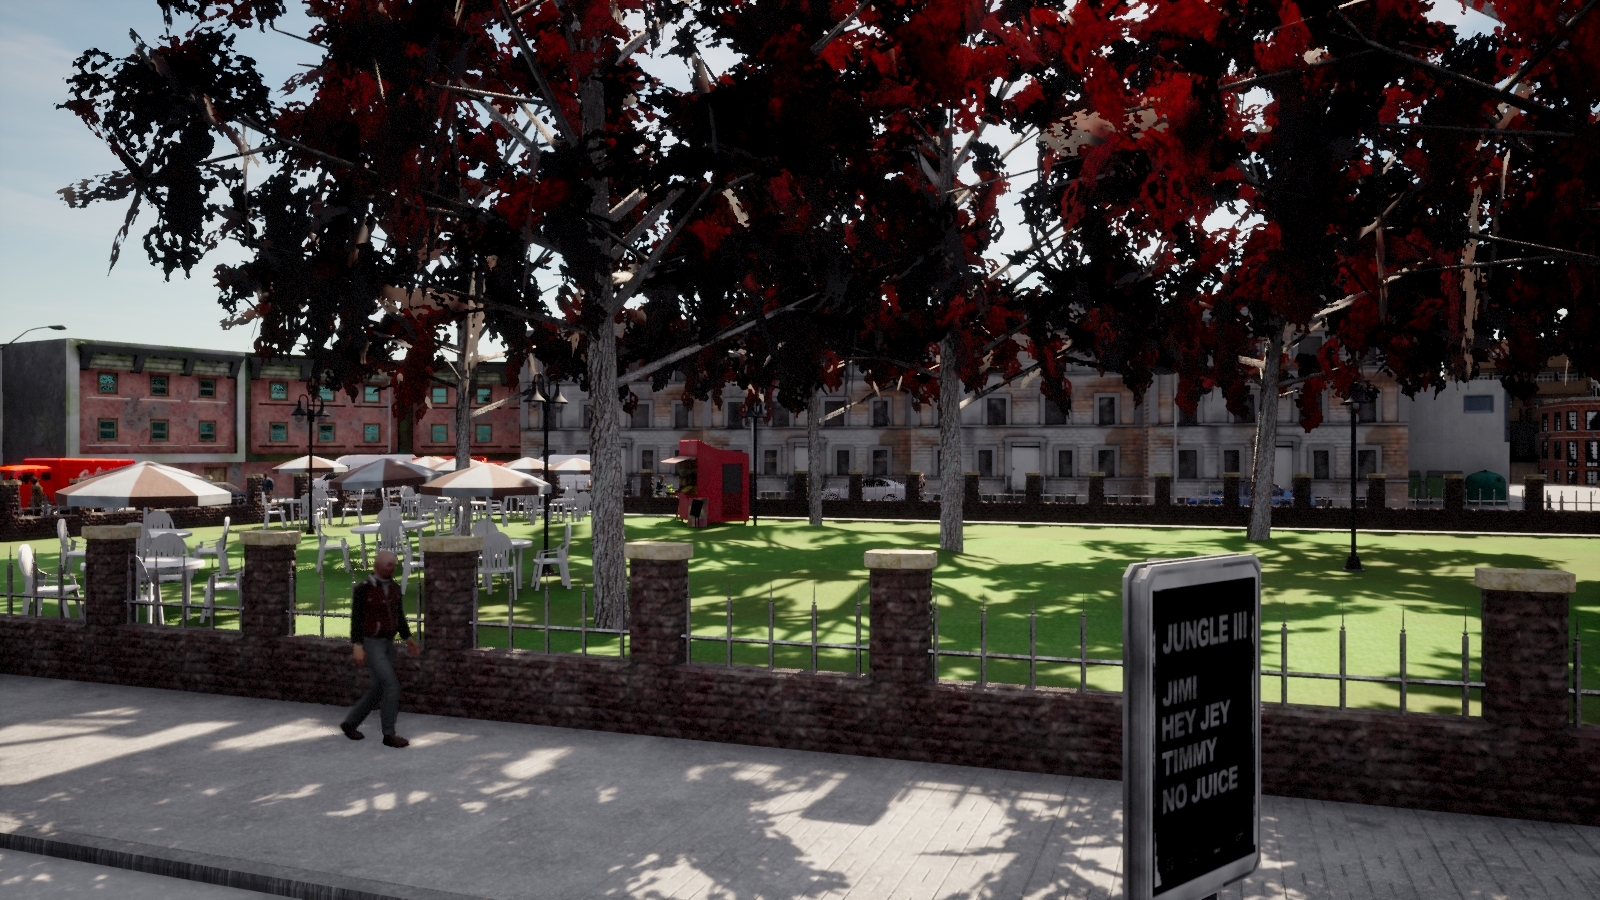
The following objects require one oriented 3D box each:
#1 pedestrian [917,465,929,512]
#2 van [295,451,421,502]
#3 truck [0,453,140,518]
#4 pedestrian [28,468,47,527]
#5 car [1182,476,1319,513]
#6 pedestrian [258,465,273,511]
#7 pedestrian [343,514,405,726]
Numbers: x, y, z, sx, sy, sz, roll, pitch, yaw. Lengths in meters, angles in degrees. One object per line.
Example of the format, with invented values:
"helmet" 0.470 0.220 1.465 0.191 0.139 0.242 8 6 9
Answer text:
"pedestrian" 4.868 1.525 45.165 0.375 1.860 0.375 0 0 20
"van" -23.020 1.316 59.595 5.915 2.561 1.988 0 0 -28
"truck" -29.915 1.356 46.131 2.627 2.467 5.204 0 -1 20
"pedestrian" -24.568 1.524 36.803 0.375 1.860 0.375 0 0 27
"car" 19.328 1.886 49.236 5.357 1.411 2.033 0 0 20
"pedestrian" -21.483 1.524 45.924 0.375 1.860 0.375 0 0 9
"pedestrian" -3.874 1.523 10.406 0.375 1.860 0.375 0 0 23
